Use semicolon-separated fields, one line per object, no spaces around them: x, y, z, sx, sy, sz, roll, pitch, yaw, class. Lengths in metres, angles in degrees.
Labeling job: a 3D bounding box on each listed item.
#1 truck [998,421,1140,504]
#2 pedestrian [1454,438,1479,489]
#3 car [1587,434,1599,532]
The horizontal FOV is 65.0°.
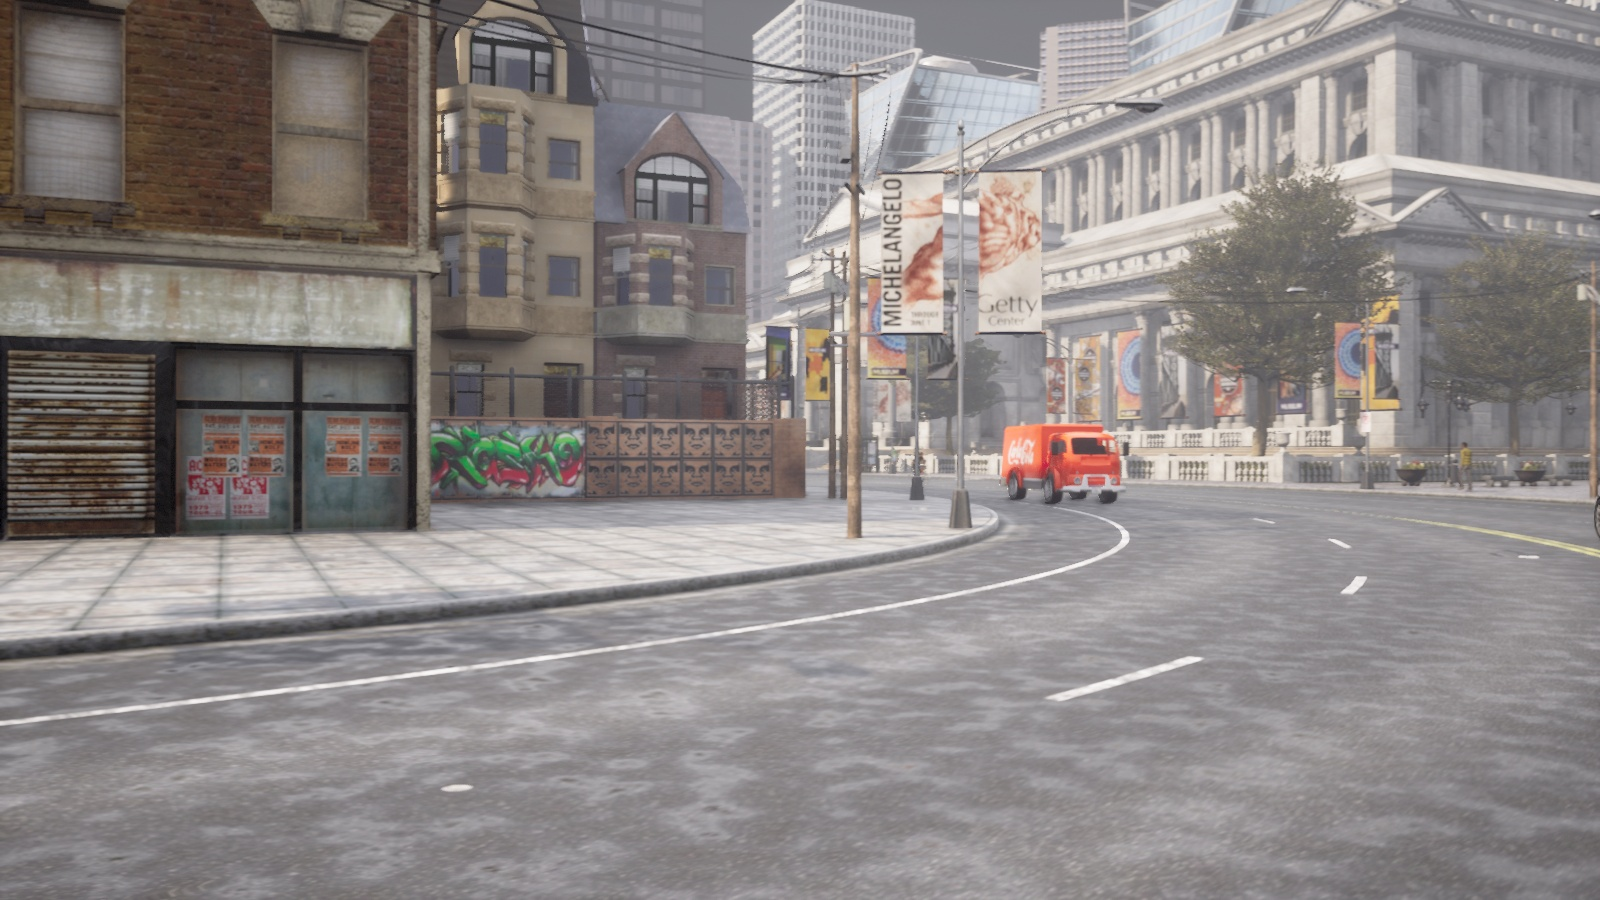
8.417;0.373;39.934;2.627;2.467;5.204;0;0;-10;truck
24.141;0.491;45.479;0.431;1.840;0.709;0;0;-17;pedestrian
13.945;0.551;19.169;2.152;1.651;5.027;0;0;19;car
